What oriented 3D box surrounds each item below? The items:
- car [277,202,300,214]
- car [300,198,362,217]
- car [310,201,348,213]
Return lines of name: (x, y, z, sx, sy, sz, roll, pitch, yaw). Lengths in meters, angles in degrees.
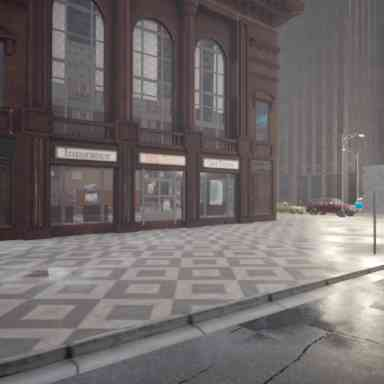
car: (10.809, 1.798, 38.052, 1.752, 1.417, 4.829, 0, 0, -35)
car: (13.953, 1.522, 33.598, 2.192, 1.841, 5.009, 0, 0, -35)
car: (17.670, 1.897, 43.116, 1.802, 1.307, 4.206, -1, 0, -35)
